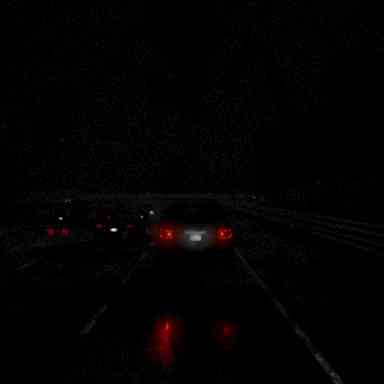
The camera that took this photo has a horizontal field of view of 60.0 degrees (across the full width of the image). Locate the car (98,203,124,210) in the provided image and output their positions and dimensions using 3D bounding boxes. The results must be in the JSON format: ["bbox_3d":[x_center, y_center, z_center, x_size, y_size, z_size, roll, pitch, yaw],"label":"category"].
[{"bbox_3d":[-6.899,1.705,29.402,1.882,1.535,5.008,0,0,0],"label":"car"}]

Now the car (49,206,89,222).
[{"bbox_3d":[-10.400,1.822,28.571,1.895,1.301,4.718,0,0,0],"label":"car"}]

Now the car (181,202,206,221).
[{"bbox_3d":[0.100,1.730,30.723,2.128,1.511,4.902,0,0,0],"label":"car"}]

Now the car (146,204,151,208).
[{"bbox_3d":[-3.500,1.805,30.974,1.994,1.385,4.181,0,0,0],"label":"car"}]

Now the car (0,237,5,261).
[{"bbox_3d":[-6.899,1.547,8.693,2.128,1.511,4.902,0,0,0],"label":"car"}]

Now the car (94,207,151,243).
[{"bbox_3d":[-3.500,1.687,16.881,1.994,1.385,4.181,0,0,0],"label":"car"}]

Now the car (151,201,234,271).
[{"bbox_3d":[0.100,1.298,11.284,2.150,2.045,5.566,0,0,0],"label":"car"}]

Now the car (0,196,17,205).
[{"bbox_3d":[-21.003,1.487,35.789,2.150,2.045,5.566,0,-1,0],"label":"car"}]
